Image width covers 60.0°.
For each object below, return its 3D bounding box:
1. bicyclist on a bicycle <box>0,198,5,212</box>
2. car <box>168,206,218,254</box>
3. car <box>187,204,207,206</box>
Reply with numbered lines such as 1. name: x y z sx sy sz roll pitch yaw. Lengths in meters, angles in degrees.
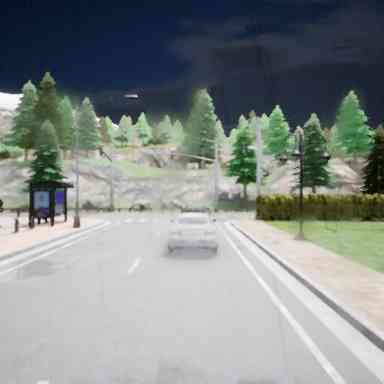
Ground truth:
1. bicyclist on a bicycle: -21.661 1.474 37.667 0.582 1.620 1.656 0 0 0
2. car: 0.048 1.528 13.447 1.812 1.442 4.674 0 0 0
3. car: 0.461 1.610 27.104 1.895 1.301 4.718 0 0 10
